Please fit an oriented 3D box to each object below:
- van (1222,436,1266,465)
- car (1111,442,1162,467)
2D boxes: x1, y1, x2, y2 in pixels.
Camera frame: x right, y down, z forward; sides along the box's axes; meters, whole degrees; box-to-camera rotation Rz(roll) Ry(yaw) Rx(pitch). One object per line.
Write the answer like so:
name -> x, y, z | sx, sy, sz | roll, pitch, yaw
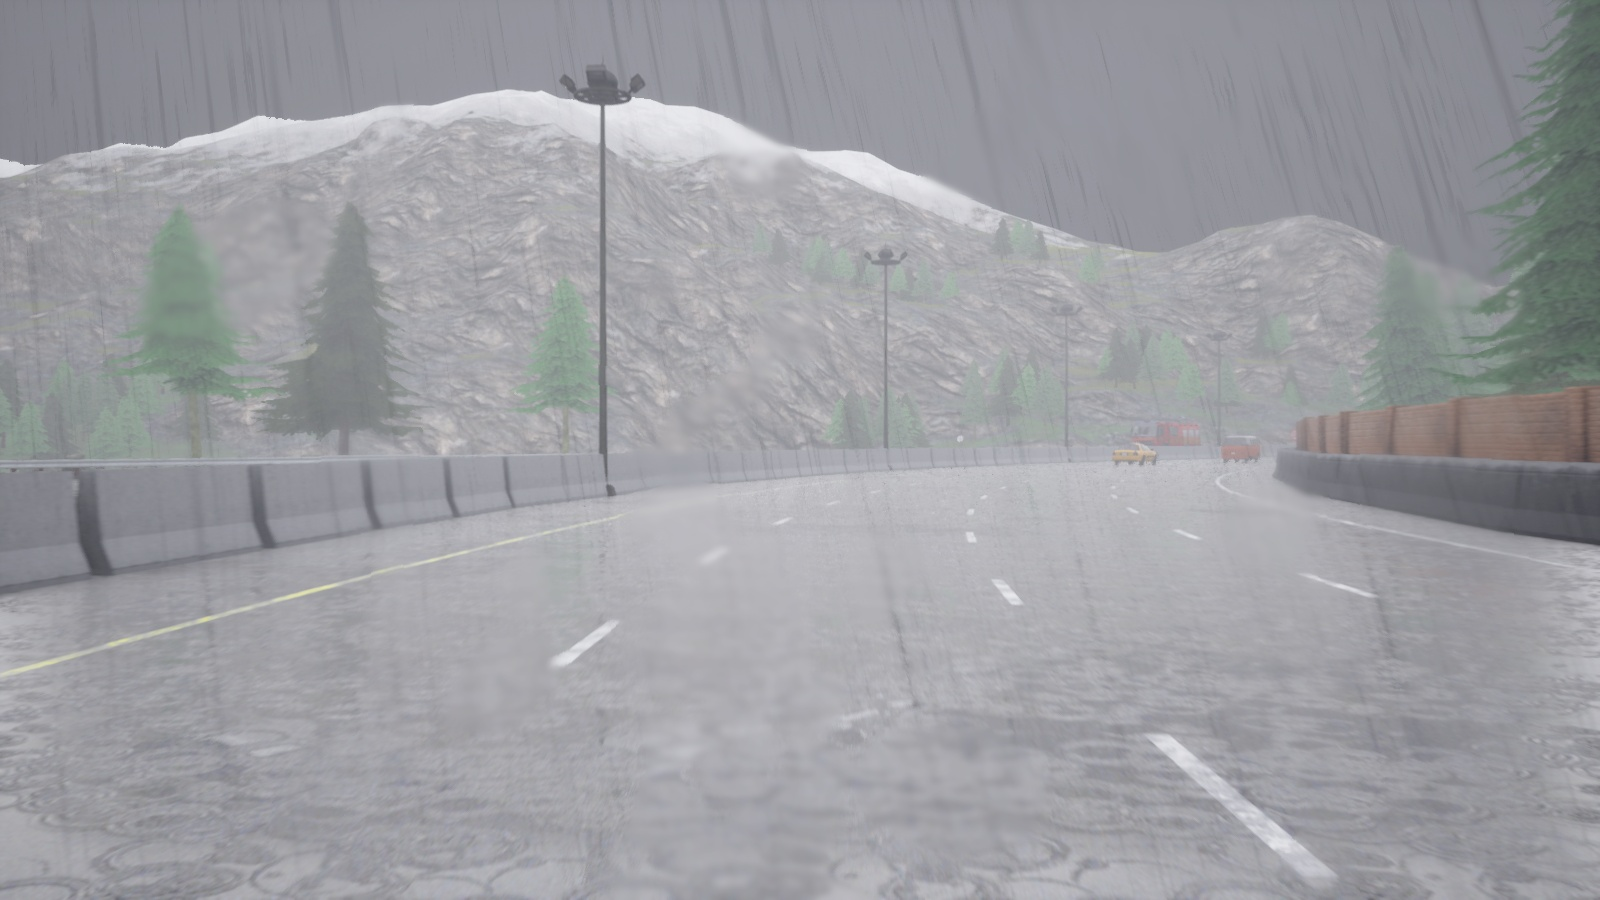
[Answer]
van -> 31.946, 0.016, 90.302 | 1.775, 1.987, 4.442 | 0, 0, 36
car -> 21.866, 0.244, 81.476 | 1.801, 1.575, 5.366 | 0, 0, 31
